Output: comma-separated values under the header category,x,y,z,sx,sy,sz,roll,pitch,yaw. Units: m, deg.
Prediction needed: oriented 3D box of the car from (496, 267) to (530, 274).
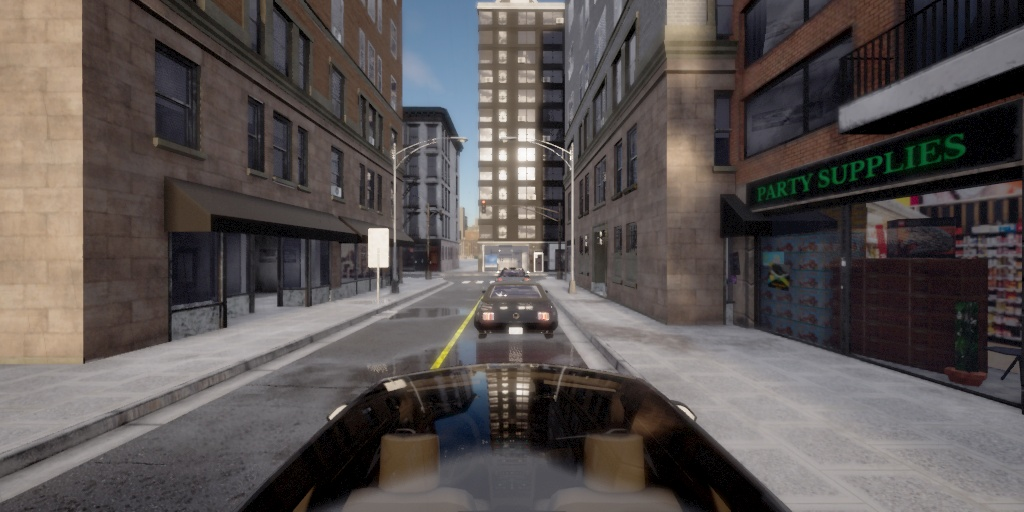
category,x,y,z,sx,sy,sz,roll,pitch,yaw
car,0.066,1.314,20.032,1.994,1.385,4.181,0,0,0

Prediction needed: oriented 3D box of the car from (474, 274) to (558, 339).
category,x,y,z,sx,sy,sz,roll,pitch,yaw
car,0.088,1.351,10.064,1.895,1.301,4.718,0,0,0
